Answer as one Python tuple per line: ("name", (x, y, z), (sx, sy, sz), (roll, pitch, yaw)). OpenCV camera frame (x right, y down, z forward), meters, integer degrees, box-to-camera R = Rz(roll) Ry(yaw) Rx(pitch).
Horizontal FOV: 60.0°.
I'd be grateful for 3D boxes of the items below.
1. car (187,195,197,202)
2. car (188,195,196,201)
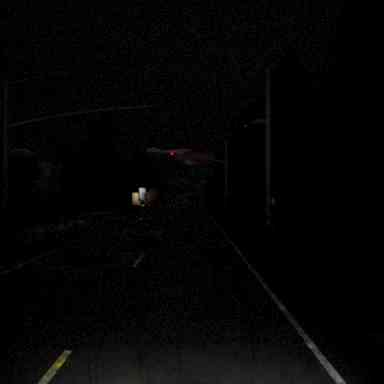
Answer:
("car", (-0.003, 1.466, 71.370), (1.837, 1.490, 4.892), (0, 0, 0))
("car", (-0.004, 1.498, 81.785), (1.895, 1.301, 4.718), (0, 0, 0))
